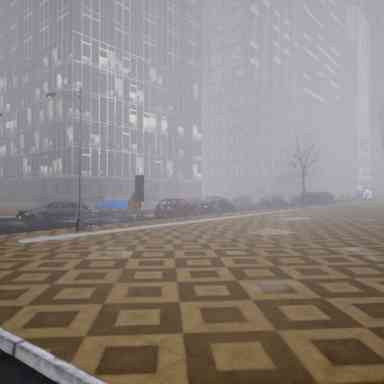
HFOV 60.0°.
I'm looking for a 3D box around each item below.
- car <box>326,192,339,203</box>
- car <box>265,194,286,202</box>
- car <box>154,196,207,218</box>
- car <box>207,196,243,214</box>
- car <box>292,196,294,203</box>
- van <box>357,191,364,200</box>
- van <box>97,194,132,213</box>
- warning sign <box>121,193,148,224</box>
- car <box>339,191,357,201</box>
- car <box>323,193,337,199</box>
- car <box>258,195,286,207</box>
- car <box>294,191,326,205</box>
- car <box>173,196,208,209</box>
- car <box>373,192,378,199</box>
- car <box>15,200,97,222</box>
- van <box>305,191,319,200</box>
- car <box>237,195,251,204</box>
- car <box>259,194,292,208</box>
[{"bbox_3d":[21.058,0.840,53.081,2.192,1.841,5.009,1,1,41],"label":"car"},{"bbox_3d":[14.709,1.056,58.556,1.947,1.339,4.313,1,1,41],"label":"car"},{"bbox_3d":[-1.070,1.240,27.097,1.967,1.590,4.097,1,1,41],"label":"car"},{"bbox_3d":[2.590,1.320,31.453,1.947,1.339,4.313,1,1,41],"label":"car"},{"bbox_3d":[17.160,1.101,52.683,1.994,1.385,4.181,0,1,41],"label":"car"},{"bbox_3d":[35.873,0.683,70.354,1.690,1.788,3.998,1,1,41],"label":"van"},{"bbox_3d":[-7.603,1.106,32.725,1.690,1.788,3.998,1,1,41],"label":"van"},{"bbox_3d":[-3.582,0.977,20.725,1.300,1.860,1.060,0,0,41],"label":"warning sign"},{"bbox_3d":[28.575,0.957,61.849,1.752,1.417,4.829,1,1,41],"label":"car"},{"bbox_3d":[33.227,0.829,80.147,1.947,1.339,4.313,1,1,41],"label":"car"},{"bbox_3d":[10.922,1.178,45.332,1.994,1.385,4.181,0,1,41],"label":"car"},{"bbox_3d":[17.355,0.885,48.764,2.192,1.841,5.009,1,1,41],"label":"car"},{"bbox_3d":[-0.112,1.218,41.290,1.887,1.381,4.507,1,1,41],"label":"car"},{"bbox_3d":[39.575,0.848,74.675,2.008,1.369,4.403,1,1,41],"label":"car"},{"bbox_3d":[-10.357,1.383,25.362,2.033,1.411,5.357,0,1,41],"label":"car"},{"bbox_3d":[25.821,0.695,71.507,1.690,1.788,3.998,1,1,41],"label":"van"},{"bbox_3d":[7.301,1.148,49.919,1.947,1.339,4.313,1,1,41],"label":"car"},{"bbox_3d":[9.947,1.244,40.131,1.802,1.307,4.206,1,1,41],"label":"car"}]
